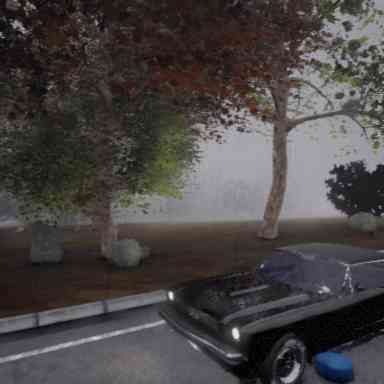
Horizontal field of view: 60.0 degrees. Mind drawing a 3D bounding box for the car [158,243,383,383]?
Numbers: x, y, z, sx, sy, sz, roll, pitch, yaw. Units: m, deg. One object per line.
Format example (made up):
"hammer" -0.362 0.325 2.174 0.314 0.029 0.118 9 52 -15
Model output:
"car" 1.908 1.564 5.229 4.718 1.301 1.895 0 1 -32
